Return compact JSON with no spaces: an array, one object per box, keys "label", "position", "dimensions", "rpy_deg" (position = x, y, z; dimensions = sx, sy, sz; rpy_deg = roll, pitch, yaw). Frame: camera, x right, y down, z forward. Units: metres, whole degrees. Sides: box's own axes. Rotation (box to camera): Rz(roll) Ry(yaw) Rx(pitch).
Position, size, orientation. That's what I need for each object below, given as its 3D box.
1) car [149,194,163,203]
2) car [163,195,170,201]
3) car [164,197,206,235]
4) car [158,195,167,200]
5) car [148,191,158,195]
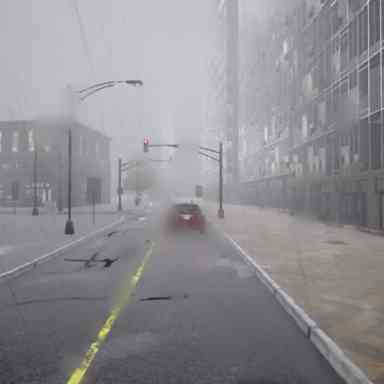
[{"label":"car","position":[-7.242,1.586,66.247],"dimensions":[1.895,1.301,4.718],"rpy_deg":[0,0,-7]},{"label":"car","position":[-6.061,1.454,77.371],"dimensions":[1.882,1.535,5.008],"rpy_deg":[0,0,-9]},{"label":"car","position":[-0.355,1.356,19.089],"dimensions":[2.097,1.767,4.553],"rpy_deg":[0,0,-2]},{"label":"car","position":[-7.785,1.405,87.671],"dimensions":[1.895,1.301,4.718],"rpy_deg":[0,0,-11]},{"label":"car","position":[-9.501,0.815,81.452],"dimensions":[2.150,2.045,5.566],"rpy_deg":[0,0,-9]}]
